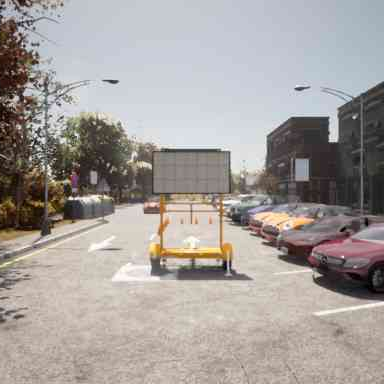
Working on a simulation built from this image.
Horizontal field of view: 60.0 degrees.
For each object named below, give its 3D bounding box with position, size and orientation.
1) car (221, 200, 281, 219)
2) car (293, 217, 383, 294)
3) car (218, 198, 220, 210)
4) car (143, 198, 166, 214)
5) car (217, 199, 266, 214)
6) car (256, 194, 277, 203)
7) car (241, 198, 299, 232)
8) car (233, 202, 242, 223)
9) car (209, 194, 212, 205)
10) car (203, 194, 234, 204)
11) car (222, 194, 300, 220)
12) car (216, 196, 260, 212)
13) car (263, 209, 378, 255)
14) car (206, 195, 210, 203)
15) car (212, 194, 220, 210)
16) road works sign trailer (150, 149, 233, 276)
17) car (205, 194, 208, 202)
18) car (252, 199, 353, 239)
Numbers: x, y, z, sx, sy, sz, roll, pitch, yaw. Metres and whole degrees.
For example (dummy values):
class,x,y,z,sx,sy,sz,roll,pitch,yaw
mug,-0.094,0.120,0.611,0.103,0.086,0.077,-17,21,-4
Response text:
class,x,y,z,sx,sy,sz,roll,pitch,yaw
car,5.276,1.543,29.627,4.792,1.488,2.163,1,0,-20
car,5.291,1.527,8.625,4.674,1.452,2.002,1,0,-20
car,5.127,1.502,26.570,5.366,1.575,1.946,1,0,-20
car,-4.022,1.396,35.815,2.097,1.767,4.553,0,0,0
car,5.288,1.558,35.629,4.792,1.488,2.163,1,0,-20
car,18.258,1.459,81.713,2.435,2.045,5.566,0,0,-21
car,5.323,1.368,17.638,4.553,1.767,2.185,1,0,-20
car,5.289,1.537,20.634,4.674,1.452,2.002,1,0,-20
car,5.358,1.444,47.662,4.553,1.767,2.185,1,0,-20
car,5.315,1.388,65.702,5.566,2.045,2.435,1,0,-20
car,5.286,1.250,23.613,5.566,2.045,2.435,1,0,-20
car,5.286,1.412,38.643,4.553,1.767,2.185,1,0,-20
car,5.260,1.517,11.616,4.792,1.488,2.163,1,0,-20
car,5.316,1.580,50.664,5.008,1.535,2.097,1,-1,-20
car,5.287,1.269,32.629,5.566,2.045,2.435,1,0,-20
road works sign trailer,-0.021,0.466,10.336,2.380,3.560,2.880,0,0,0
car,5.135,1.610,59.608,5.366,1.575,1.946,1,0,-20
car,5.321,1.365,14.637,4.553,1.767,2.185,1,0,-20
